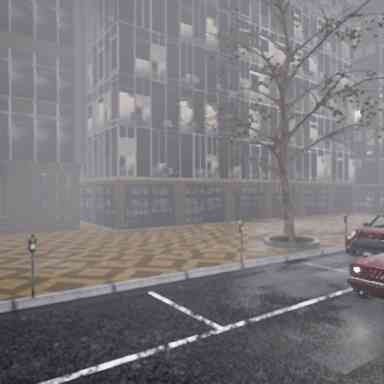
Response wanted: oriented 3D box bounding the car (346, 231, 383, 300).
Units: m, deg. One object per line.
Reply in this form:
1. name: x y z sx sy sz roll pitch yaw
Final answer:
1. car: 5.418 1.619 7.234 4.718 1.301 1.895 0 0 -35

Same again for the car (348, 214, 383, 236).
1. car: 7.192 1.467 11.683 4.097 1.590 1.967 0 0 -35
